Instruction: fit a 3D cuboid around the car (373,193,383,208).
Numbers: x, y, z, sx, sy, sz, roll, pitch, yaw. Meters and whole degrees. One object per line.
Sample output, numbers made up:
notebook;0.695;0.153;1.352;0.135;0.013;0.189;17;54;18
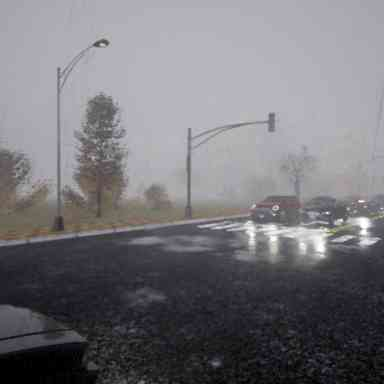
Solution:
car;20.578;1.072;35.598;1.882;1.535;5.008;1;1;40

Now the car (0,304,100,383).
car;-3.186;1.476;1.737;2.033;1.411;5.357;1;1;38

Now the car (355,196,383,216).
car;14.653;1.250;28.606;1.895;1.301;4.718;1;1;40

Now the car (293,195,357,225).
car;8.712;1.199;21.554;2.128;1.511;4.902;1;1;40

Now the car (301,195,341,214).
car;11.878;1.065;30.351;1.882;1.535;5.008;1;1;40

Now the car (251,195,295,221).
car;6.001;0.997;23.392;2.097;1.767;4.553;1;1;40

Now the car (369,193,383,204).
car;27.622;0.953;48.879;1.837;1.490;4.892;2;1;41
